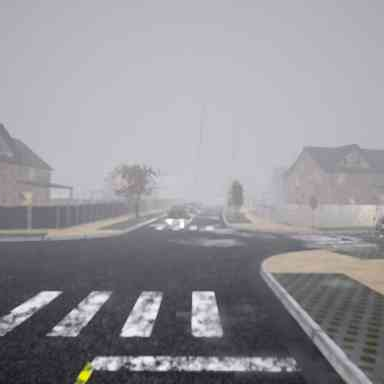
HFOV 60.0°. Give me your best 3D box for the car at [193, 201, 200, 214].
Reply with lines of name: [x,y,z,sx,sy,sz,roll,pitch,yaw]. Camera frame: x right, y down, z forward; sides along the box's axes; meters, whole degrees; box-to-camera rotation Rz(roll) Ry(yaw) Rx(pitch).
car: [-0.445,2.149,45.358,2.033,1.411,5.357,0,-1,6]

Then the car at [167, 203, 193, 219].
car: [-1.384,2.025,34.790,1.994,1.385,4.181,0,-1,5]

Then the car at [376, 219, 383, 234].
car: [13.887,1.924,20.728,4.902,1.511,2.128,1,-1,-16]

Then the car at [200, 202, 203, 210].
car: [0.817,2.295,56.246,2.033,1.411,5.357,0,-1,8]
